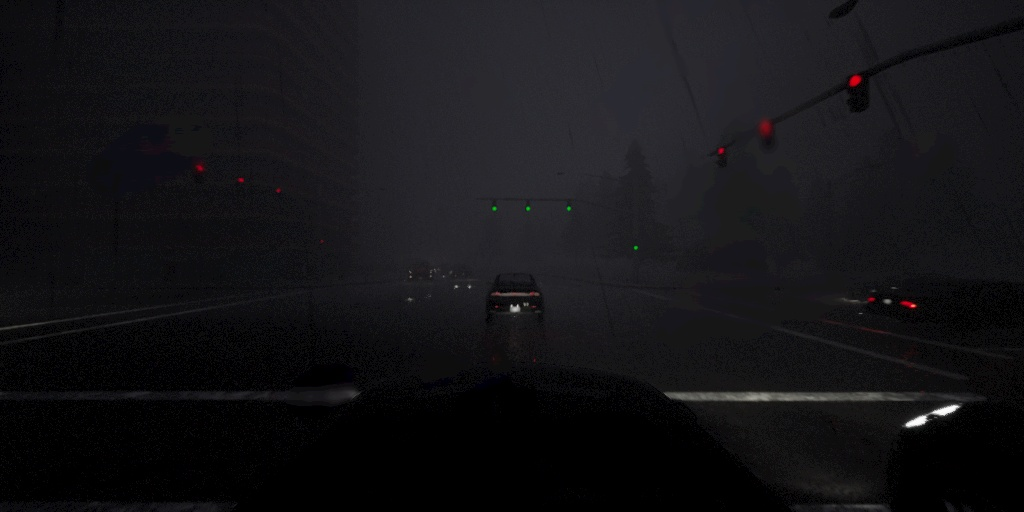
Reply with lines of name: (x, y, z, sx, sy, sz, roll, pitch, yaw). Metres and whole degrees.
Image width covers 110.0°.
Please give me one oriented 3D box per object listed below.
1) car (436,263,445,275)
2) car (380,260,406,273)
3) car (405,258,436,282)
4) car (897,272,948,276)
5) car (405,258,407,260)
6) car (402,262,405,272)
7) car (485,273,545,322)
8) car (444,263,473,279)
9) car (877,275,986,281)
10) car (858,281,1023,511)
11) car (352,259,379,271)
car: (-8.195, 1.511, 43.163, 1.812, 1.442, 4.674, 0, 0, -29)
car: (-15.579, 1.611, 48.038, 1.895, 1.301, 4.718, 0, 0, -40)
car: (-8.012, 1.271, 31.712, 2.097, 1.767, 4.553, 0, 0, -13)
car: (19.000, 1.466, 16.856, 4.181, 1.385, 1.994, 0, 0, 0)
car: (-13.657, 1.251, 51.347, 2.150, 2.045, 5.566, 0, 0, -41)
car: (-10.652, 1.568, 40.304, 1.895, 1.301, 4.718, 0, 0, -26)
car: (0.096, 1.349, 12.829, 2.128, 1.511, 4.902, 0, 0, 0)
car: (-5.132, 1.506, 35.365, 1.994, 1.385, 4.181, 0, 0, -18)
car: (13.663, 1.409, 10.276, 5.357, 1.411, 2.033, 0, 0, 10)
car: (3.637, 1.097, 0.575, 2.097, 1.767, 4.553, 0, 0, 1)
car: (-23.347, 1.595, 55.173, 5.357, 1.411, 2.033, 0, 0, 34)
